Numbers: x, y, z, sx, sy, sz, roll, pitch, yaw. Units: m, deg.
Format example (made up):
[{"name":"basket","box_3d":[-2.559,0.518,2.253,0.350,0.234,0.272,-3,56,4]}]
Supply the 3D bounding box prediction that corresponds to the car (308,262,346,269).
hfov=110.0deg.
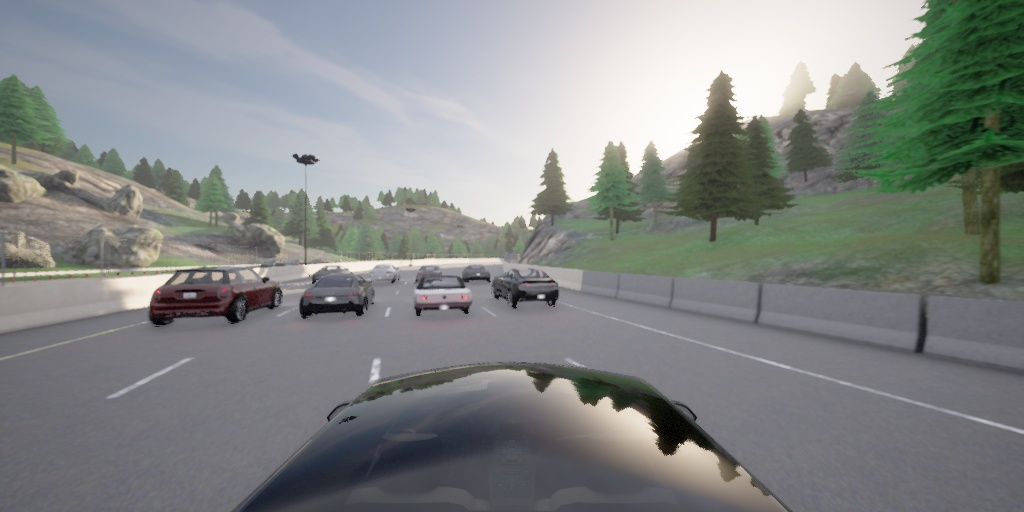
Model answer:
[{"name":"car","box_3d":[-13.145,1.363,26.545,1.994,1.385,4.181,0,0,-11]}]

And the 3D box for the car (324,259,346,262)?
[{"name":"car","box_3d":[-27.558,1.382,57.096,1.812,1.442,4.674,0,0,-2]}]

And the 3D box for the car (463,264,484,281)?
[{"name":"car","box_3d":[-2.905,1.357,28.875,1.994,1.385,4.181,0,0,-11]}]

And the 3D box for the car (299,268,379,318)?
[{"name":"car","box_3d":[-6.286,1.338,13.305,1.994,1.385,4.181,0,0,-15]}]

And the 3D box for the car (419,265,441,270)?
[{"name":"car","box_3d":[-5.884,1.339,25.828,2.033,1.411,5.357,0,0,-11]}]

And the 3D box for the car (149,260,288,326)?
[{"name":"car","box_3d":[-9.578,1.125,12.084,2.097,1.767,4.553,0,0,-15]}]

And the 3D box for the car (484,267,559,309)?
[{"name":"car","box_3d":[0.418,1.262,15.309,2.128,1.511,4.902,0,0,-15]}]

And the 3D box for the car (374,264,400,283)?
[{"name":"car","box_3d":[-9.822,1.323,27.769,1.812,1.442,4.674,0,0,-11]}]

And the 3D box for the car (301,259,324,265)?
[{"name":"car","box_3d":[-31.068,1.212,57.255,2.097,1.767,4.553,0,0,-2]}]

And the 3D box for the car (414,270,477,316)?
[{"name":"car","box_3d":[-2.762,1.371,13.667,1.895,1.301,4.718,0,0,-15]}]
